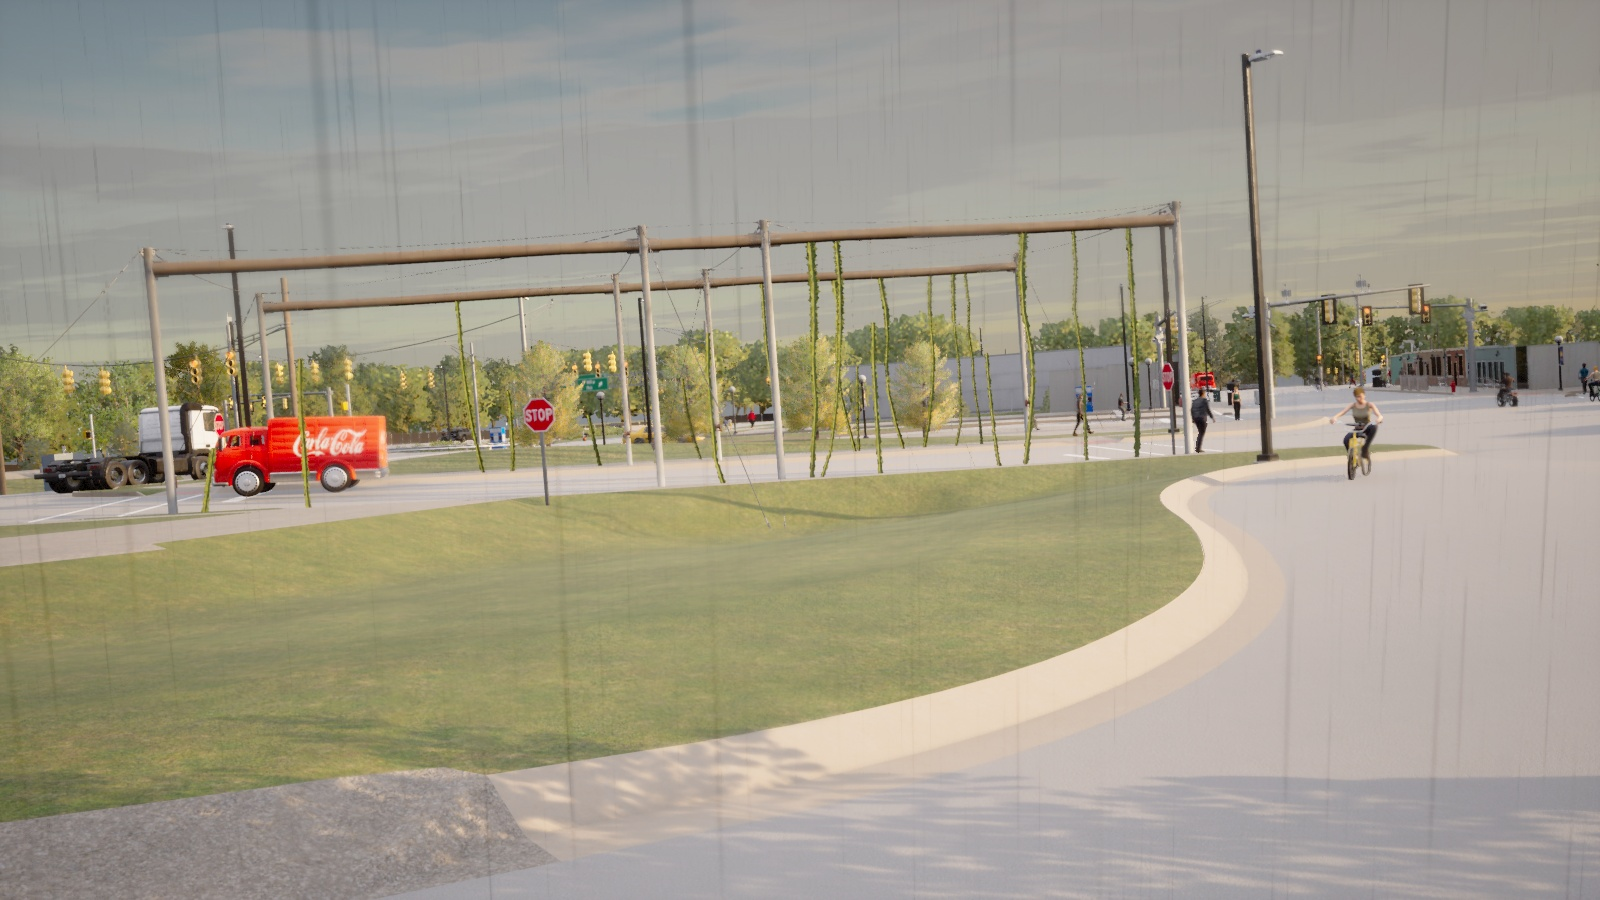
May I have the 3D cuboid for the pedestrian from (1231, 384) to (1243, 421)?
[{"bbox_3d":[22.429,-2.443,64.506,0.345,1.836,0.594,-4,3,6],"label":"pedestrian"}]

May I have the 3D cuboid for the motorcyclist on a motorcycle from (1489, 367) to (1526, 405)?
[{"bbox_3d":[32.435,-2.900,57.628,0.766,1.649,2.350,-4,1,13],"label":"motorcyclist on a motorcycle"}]

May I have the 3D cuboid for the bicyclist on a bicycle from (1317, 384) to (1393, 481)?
[{"bbox_3d":[9.744,-0.331,22.026,0.866,1.612,1.509,0,4,37],"label":"bicyclist on a bicycle"}]

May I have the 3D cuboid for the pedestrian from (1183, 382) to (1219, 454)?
[{"bbox_3d":[11.278,-0.893,35.300,0.788,1.949,0.423,-6,3,-31],"label":"pedestrian"}]

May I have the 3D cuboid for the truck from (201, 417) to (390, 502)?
[{"bbox_3d":[-16.290,0.235,40.893,5.204,2.467,2.627,-2,2,-11],"label":"truck"}]

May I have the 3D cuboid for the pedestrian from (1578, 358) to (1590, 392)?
[{"bbox_3d":[45.121,-4.304,72.268,0.396,1.930,0.692,-3,3,21],"label":"pedestrian"}]

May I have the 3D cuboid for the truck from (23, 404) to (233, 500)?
[{"bbox_3d":[-27.513,-0.049,51.975,2.891,3.462,7.936,-4,1,13],"label":"truck"}]

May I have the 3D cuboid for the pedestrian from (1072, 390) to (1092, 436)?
[{"bbox_3d":[11.785,-1.555,52.471,0.634,1.846,0.331,-5,3,-11],"label":"pedestrian"}]

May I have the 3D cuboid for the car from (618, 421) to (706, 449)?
[{"bbox_3d":[-9.024,-0.969,82.050,5.366,1.575,1.801,-2,2,16],"label":"car"}]
